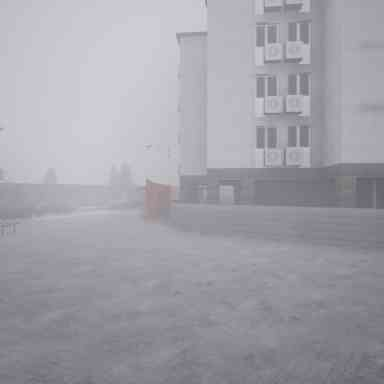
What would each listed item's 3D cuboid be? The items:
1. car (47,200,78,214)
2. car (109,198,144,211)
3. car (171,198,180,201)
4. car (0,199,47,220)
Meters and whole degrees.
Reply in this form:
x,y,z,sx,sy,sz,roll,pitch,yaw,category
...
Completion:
x,y,z,sx,sy,sz,roll,pitch,yaw,category
-14.135,1.547,33.379,2.033,1.411,5.357,0,0,36,car
-8.161,1.478,41.713,1.882,1.535,5.008,0,0,35,car
-1.774,1.547,50.594,2.033,1.411,5.357,0,0,36,car
-14.236,1.352,26.022,2.097,1.767,4.553,0,0,36,car
